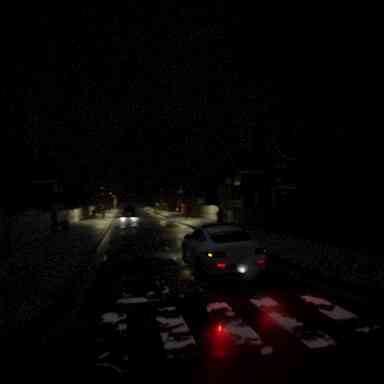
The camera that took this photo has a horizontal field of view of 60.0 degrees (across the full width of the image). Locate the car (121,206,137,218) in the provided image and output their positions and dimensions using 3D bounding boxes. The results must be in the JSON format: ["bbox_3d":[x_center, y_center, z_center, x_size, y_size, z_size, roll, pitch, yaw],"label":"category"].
[{"bbox_3d":[-8.902,2.773,47.084,1.837,1.490,4.892,-1,-1,-11],"label":"car"}]

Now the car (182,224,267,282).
[{"bbox_3d":[0.840,1.742,10.506,1.812,1.442,4.674,-2,-1,-10],"label":"car"}]
